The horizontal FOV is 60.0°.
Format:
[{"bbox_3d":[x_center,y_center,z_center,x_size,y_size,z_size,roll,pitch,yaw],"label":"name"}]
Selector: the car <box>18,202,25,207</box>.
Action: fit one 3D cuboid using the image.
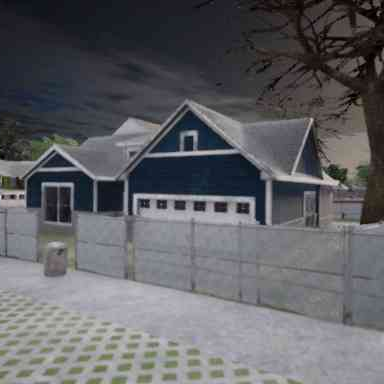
[{"bbox_3d":[-18.685,1.810,38.564,1.812,1.442,4.674,1,0,16],"label":"car"}]
